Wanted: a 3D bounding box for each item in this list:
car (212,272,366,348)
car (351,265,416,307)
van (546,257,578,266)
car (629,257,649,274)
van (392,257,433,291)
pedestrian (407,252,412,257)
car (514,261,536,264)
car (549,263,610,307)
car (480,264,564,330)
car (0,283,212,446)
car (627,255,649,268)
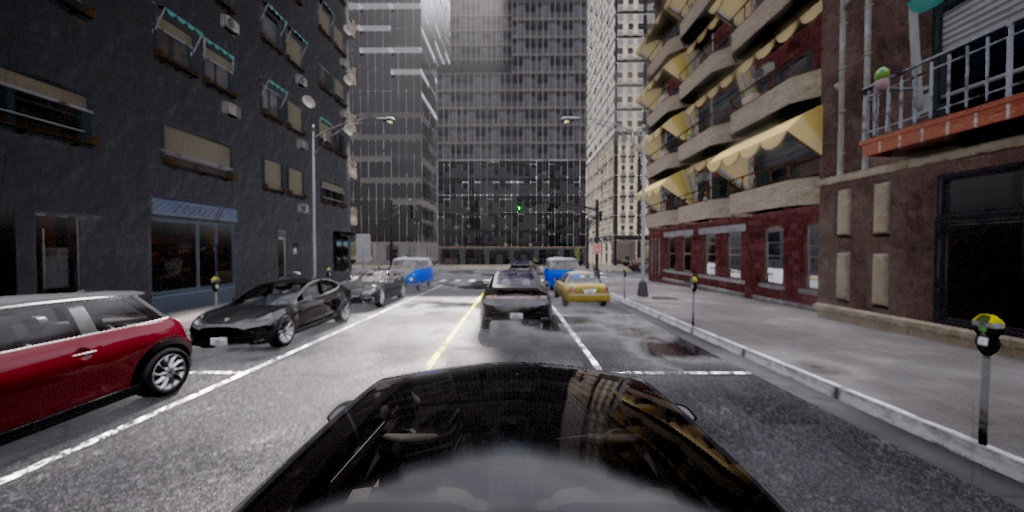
[{"bbox_3d":[-5.666,1.263,9.125,1.948,1.339,4.313,0,0,0],"label":"car"},{"bbox_3d":[-5.646,1.208,14.728,2.007,1.370,4.403,0,0,0],"label":"car"},{"bbox_3d":[2.755,0.958,20.270,1.690,1.789,3.998,0,0,0],"label":"van"},{"bbox_3d":[14.800,1.124,36.964,4.181,1.385,1.994,0,1,1],"label":"car"},{"bbox_3d":[-5.626,0.958,20.329,1.690,1.789,3.998,0,0,0],"label":"van"},{"bbox_3d":[-12.247,0.352,42.745,0.375,1.860,0.375,0,1,1],"label":"pedestrian"},{"bbox_3d":[1.055,1.087,27.651,2.128,1.511,4.902,0,0,13],"label":"car"},{"bbox_3d":[2.735,1.182,14.839,1.751,1.417,4.829,0,0,0],"label":"car"},{"bbox_3d":[0.120,1.176,10.855,2.128,1.511,4.902,0,0,0],"label":"car"},{"bbox_3d":[-5.687,1.177,3.525,1.967,1.591,4.097,0,0,0],"label":"car"},{"bbox_3d":[15.368,0.823,39.563,5.009,1.841,2.192,0,0,1],"label":"car"}]
